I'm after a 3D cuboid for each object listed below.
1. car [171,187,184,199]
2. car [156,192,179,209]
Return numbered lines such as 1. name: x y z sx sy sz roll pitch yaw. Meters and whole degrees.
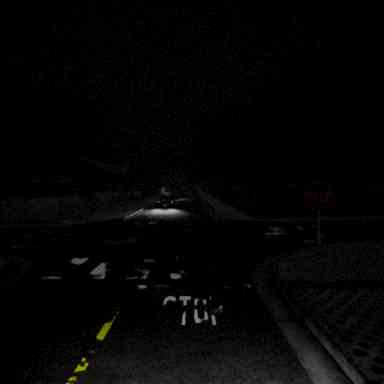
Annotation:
1. car: -2.632 0.191 60.622 2.150 2.045 5.566 0 1 0
2. car: -2.682 1.034 35.498 1.895 1.301 4.718 0 1 0
